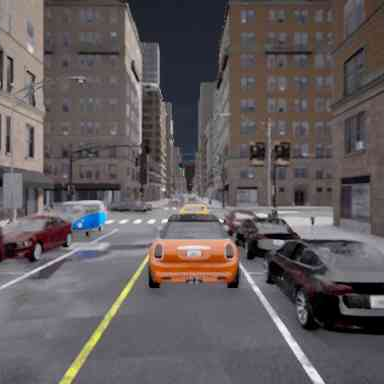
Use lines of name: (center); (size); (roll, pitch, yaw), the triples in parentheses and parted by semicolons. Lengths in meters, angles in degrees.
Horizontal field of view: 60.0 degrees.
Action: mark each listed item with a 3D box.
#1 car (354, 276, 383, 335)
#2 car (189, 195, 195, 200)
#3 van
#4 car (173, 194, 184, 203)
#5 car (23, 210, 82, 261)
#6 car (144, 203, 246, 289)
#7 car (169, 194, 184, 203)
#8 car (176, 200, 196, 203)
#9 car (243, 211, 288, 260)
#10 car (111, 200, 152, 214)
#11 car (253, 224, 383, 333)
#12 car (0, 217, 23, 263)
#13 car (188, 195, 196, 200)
car: (2.669, 1.553, 1.158); (2.008, 1.369, 4.403); (0, 0, 0)
car: (-0.020, 1.562, 93.952); (1.812, 1.442, 4.674); (0, 0, 0)
van: (-5.861, 1.375, 17.908); (1.690, 1.788, 3.998); (0, 0, 0)
car: (-2.896, 1.374, 72.504); (2.150, 2.045, 5.566); (0, 0, 0)
car: (-5.860, 1.568, 12.322); (1.887, 1.381, 4.507); (0, 0, 0)
car: (0.029, 1.370, 9.390); (2.097, 1.767, 4.553); (0, 0, 0)
car: (-2.867, 1.465, 57.272); (2.097, 1.767, 4.553); (0, 0, 0)
car: (0.224, 1.518, 21.153); (1.882, 1.535, 5.008); (0, 0, 3)
car: (2.666, 1.590, 12.327); (1.947, 1.339, 4.313); (0, 0, 0)
car: (-6.951, 1.614, 36.647); (5.357, 1.411, 2.033); (0, -1, 25)
car: (2.667, 1.579, 6.742); (1.947, 1.339, 4.313); (0, 0, 0)
car: (-5.857, 1.328, 6.735); (2.192, 1.841, 5.009); (0, 0, 0)
car: (0.041, 1.694, 83.531); (2.128, 1.511, 4.902); (0, 0, 0)
